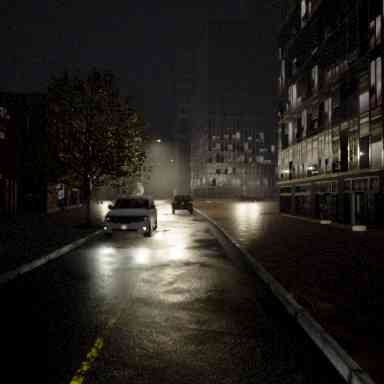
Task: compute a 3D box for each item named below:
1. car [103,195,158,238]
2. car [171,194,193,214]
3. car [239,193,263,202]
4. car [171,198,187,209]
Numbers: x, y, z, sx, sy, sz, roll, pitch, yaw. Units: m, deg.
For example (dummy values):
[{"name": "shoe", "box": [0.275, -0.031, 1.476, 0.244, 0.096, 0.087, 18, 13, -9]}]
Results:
[{"name": "car", "box": [-3.099, 1.221, 17.872, 2.150, 2.045, 5.566, 0, 1, 0]}, {"name": "car", "box": [-1.077, 1.230, 35.817, 2.150, 2.045, 5.566, 0, 0, -3]}, {"name": "car", "box": [12.150, 1.213, 68.663, 5.009, 1.841, 2.192, 0, -1, 13]}, {"name": "car", "box": [-1.877, 1.535, 46.245, 1.812, 1.442, 4.674, 0, 0, -7]}]
